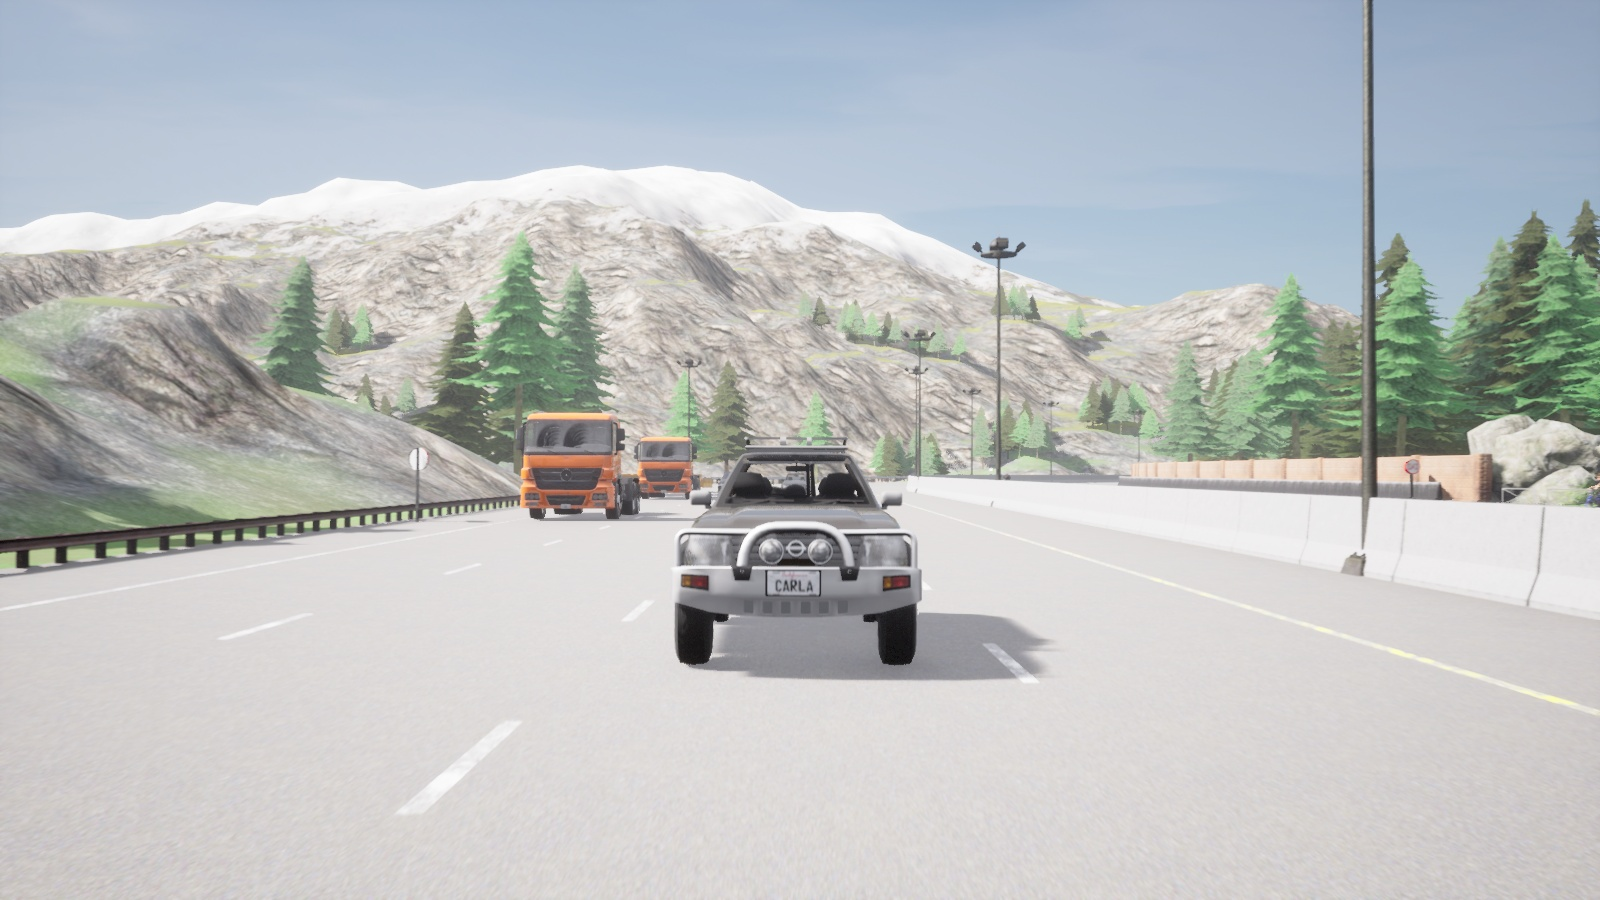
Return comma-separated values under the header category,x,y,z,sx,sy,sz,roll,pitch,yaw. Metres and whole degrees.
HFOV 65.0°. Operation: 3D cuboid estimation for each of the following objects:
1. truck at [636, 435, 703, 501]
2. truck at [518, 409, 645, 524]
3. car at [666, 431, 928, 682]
category,x,y,z,sx,sy,sz,roll,pitch,yaw
truck,-7.174,1.035,70.104,2.891,3.462,7.936,0,-1,0
truck,-7.106,0.565,42.076,2.891,3.462,7.936,0,-1,0
car,-0.029,0.826,11.618,1.932,1.855,4.605,0,-1,0
